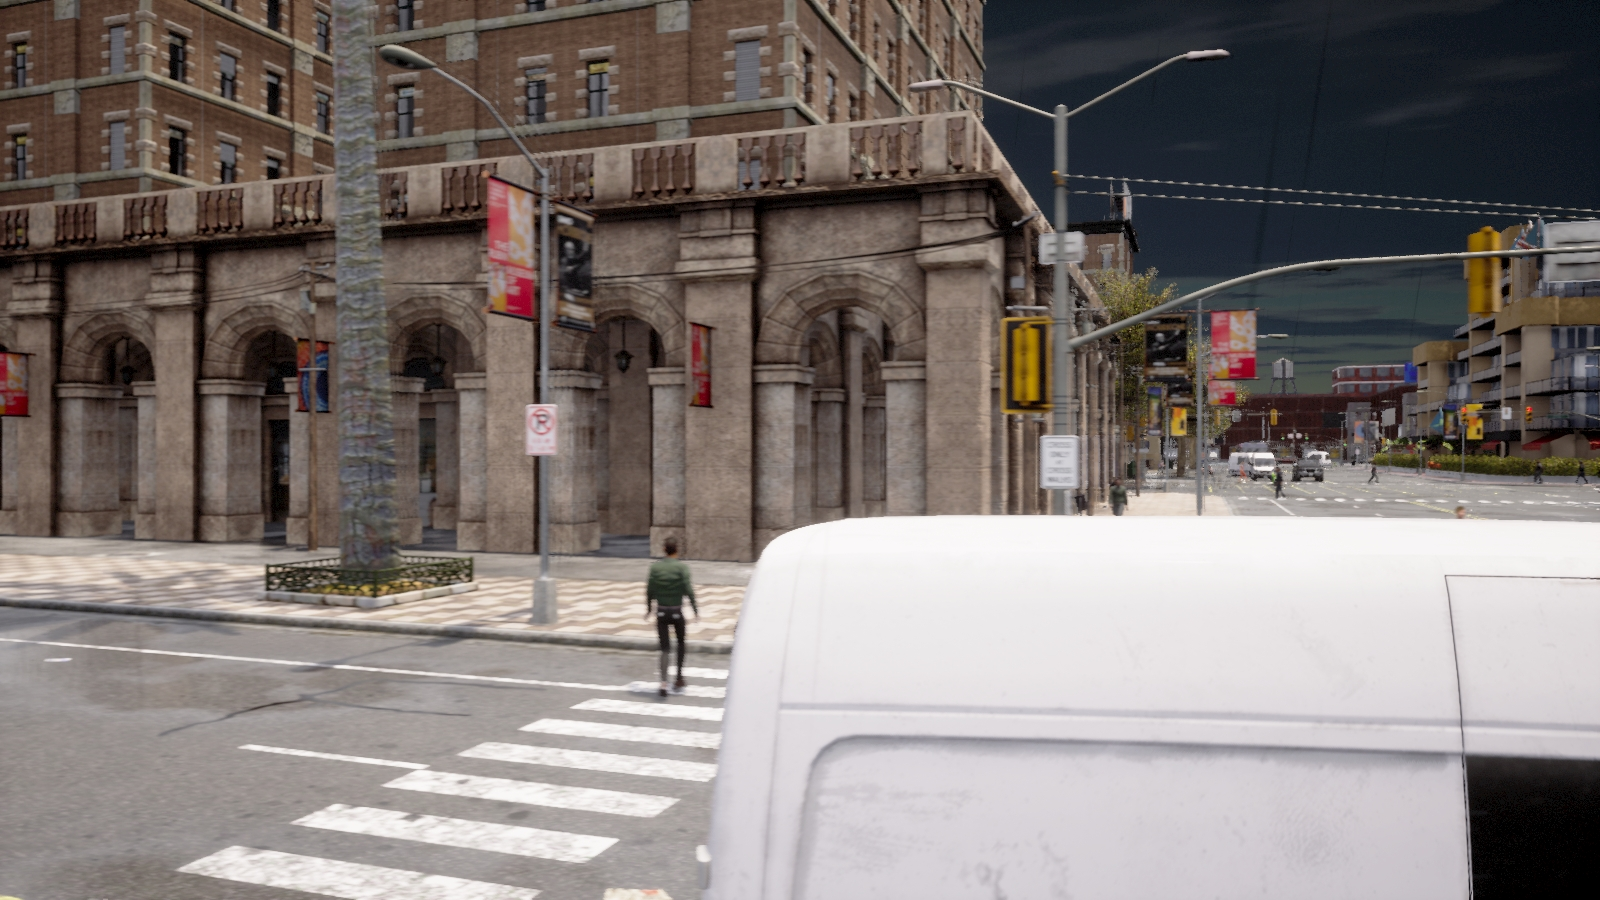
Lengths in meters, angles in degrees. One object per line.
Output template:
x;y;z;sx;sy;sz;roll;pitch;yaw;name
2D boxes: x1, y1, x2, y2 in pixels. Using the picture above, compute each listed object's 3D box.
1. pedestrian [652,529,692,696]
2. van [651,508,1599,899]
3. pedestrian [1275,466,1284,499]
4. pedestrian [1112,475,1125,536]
-1.464;1.847;13.092;0.375;1.860;0.375;0;0;9;pedestrian
2.690;1.535;3.492;5.915;2.561;1.988;0;1;7;van
27.328;1.849;65.168;0.375;1.860;0.375;0;0;7;pedestrian
9.800;1.696;35.169;0.375;1.860;0.375;0;0;19;pedestrian
